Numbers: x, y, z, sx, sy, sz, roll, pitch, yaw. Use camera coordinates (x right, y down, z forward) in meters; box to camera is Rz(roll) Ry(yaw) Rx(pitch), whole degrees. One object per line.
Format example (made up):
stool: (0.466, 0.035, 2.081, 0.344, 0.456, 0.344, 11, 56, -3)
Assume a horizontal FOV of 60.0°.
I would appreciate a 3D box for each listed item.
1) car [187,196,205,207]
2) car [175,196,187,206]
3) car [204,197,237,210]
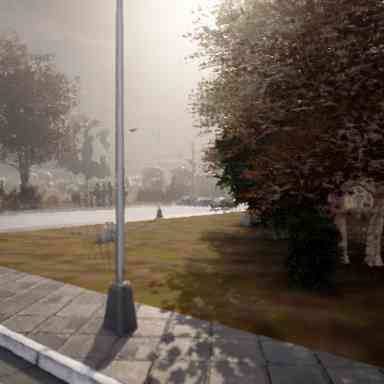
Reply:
car: (1.687, 1.468, 51.322, 1.812, 1.442, 4.674, 0, 0, 36)
car: (-0.798, 1.436, 53.848, 2.128, 1.511, 4.902, 0, 0, 36)
car: (4.161, 1.454, 42.788, 2.128, 1.511, 4.902, 0, 0, 37)
